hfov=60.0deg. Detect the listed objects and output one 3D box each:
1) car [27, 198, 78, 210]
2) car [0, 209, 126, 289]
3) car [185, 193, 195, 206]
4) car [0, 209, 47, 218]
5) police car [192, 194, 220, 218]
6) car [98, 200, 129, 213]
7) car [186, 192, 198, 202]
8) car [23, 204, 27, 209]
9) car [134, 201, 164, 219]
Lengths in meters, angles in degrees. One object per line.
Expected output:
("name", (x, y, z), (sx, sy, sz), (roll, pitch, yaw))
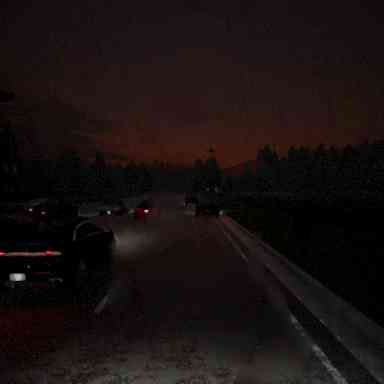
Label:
("car", (-10.404, 1.304, 25.764), (1.882, 1.535, 5.008), (0, 0, 0))
("car", (-3.402, 1.431, 8.926), (2.128, 1.511, 4.902), (0, 0, 0))
("car", (-0.007, 1.181, 48.193), (1.837, 1.490, 4.892), (0, 1, 0))
("car", (-6.902, 1.488, 11.259), (1.994, 1.385, 4.181), (0, 0, 0))
("police car", (1.220, 1.237, 27.821), (1.930, 1.638, 5.238), (0, 0, 0))
("car", (-6.904, 1.399, 29.906), (1.895, 1.301, 4.718), (0, 0, 0))
("car", (-0.010, 0.927, 63.111), (2.097, 1.767, 4.553), (0, 0, 0))
("car", (-13.918, 1.317, 30.984), (1.812, 1.442, 4.674), (0, 0, 0))
("car", (-3.403, 1.382, 26.872), (1.994, 1.385, 4.181), (0, 0, 0))
